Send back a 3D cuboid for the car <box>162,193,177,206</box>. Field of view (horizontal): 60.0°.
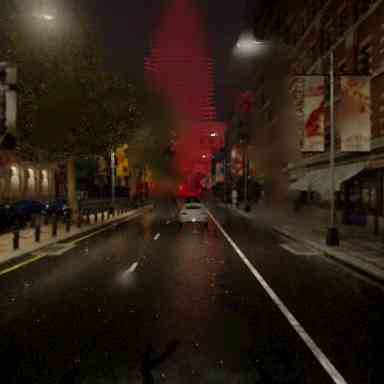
[{"bbox_3d":[-3.489,1.140,49.783,2.150,2.045,5.566,0,0,0],"label":"car"}]

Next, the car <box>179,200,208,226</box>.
[{"bbox_3d":[0.105,1.488,22.682,1.812,1.442,4.674,0,0,0],"label":"car"}]

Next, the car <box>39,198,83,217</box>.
[{"bbox_3d":[-11.494,1.303,30.036,2.097,1.767,4.553,0,0,0],"label":"car"}]

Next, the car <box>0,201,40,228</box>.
[{"bbox_3d":[-11.515,1.515,19.816,2.033,1.411,5.357,0,0,0],"label":"car"}]

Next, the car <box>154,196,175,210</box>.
[{"bbox_3d":[-3.491,1.497,40.610,1.994,1.385,4.181,0,0,0],"label":"car"}]

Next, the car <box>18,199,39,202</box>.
[{"bbox_3d":[-14.994,1.429,30.005,1.882,1.535,5.008,0,0,0],"label":"car"}]

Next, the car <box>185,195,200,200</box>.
[{"bbox_3d":[0.073,1.273,47.268,2.097,1.767,4.553,0,0,0],"label":"car"}]
